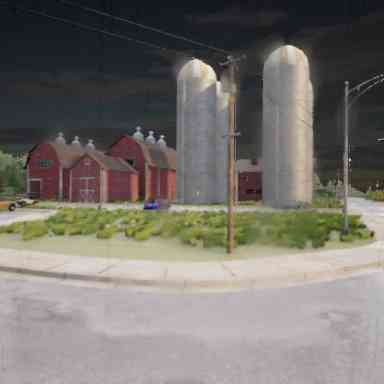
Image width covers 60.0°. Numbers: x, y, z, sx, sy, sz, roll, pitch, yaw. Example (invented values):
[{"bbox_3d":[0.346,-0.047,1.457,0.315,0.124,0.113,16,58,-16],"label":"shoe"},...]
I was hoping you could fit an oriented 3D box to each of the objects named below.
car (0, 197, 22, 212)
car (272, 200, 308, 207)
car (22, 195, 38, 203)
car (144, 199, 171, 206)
[{"bbox_3d":[-22.637,1.378,38.332,1.932,1.855,4.605,0,0,23],"label":"car"},{"bbox_3d":[13.669,1.871,46.331,4.902,1.511,2.128,0,0,22],"label":"car"},{"bbox_3d":[-27.021,1.418,54.465,1.905,1.878,3.866,0,0,23],"label":"car"},{"bbox_3d":[-4.635,1.715,45.258,2.242,1.667,4.611,0,0,23],"label":"car"}]
